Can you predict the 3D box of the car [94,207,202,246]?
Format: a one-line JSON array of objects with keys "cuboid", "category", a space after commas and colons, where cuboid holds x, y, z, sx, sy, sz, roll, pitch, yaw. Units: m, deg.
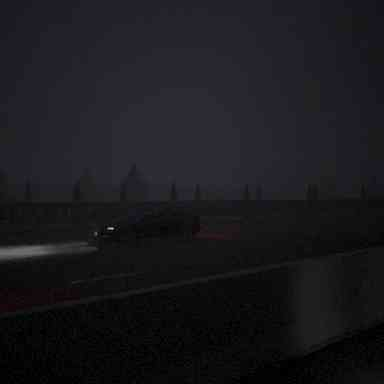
[{"cuboid": [-1.853, 1.452, 14.997, 4.902, 1.511, 2.128, 0, 0, -31], "category": "car"}]
